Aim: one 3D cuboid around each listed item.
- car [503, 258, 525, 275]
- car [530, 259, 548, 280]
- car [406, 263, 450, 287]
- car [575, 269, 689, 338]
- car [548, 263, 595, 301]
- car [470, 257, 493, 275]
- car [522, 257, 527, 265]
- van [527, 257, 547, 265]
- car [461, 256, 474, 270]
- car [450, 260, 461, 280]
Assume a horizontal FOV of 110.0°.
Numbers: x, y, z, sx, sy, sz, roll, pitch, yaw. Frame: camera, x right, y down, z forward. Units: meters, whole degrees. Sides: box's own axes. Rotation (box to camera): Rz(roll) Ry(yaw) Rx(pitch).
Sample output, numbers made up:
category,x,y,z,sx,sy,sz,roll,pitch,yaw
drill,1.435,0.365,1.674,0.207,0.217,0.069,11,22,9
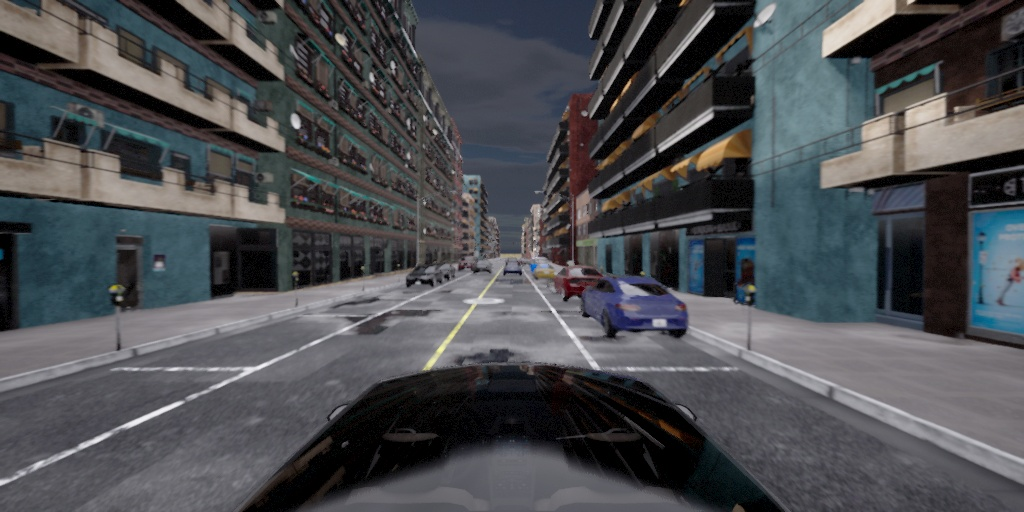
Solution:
category,x,y,z,sx,sy,sz,roll,pitch,yaw
car,0.067,1.239,37.805,1.994,1.385,4.181,0,0,0
car,2.677,1.215,29.791,1.751,1.417,4.829,0,0,0
car,-5.701,1.267,23.937,1.948,1.339,4.313,0,0,0
car,3.145,1.256,9.948,1.812,1.442,4.674,0,0,0
car,3.093,1.193,17.044,1.882,1.535,5.008,0,0,-2
car,-3.104,1.180,38.612,1.837,1.490,4.892,0,0,0
car,2.663,1.184,63.729,2.007,1.370,4.403,0,0,0
van,2.675,1.020,35.306,1.690,1.789,3.998,0,0,0
car,-5.711,0.974,46.675,2.192,1.841,5.009,0,0,0
car,-5.704,1.255,29.621,1.948,1.339,4.313,0,0,0
